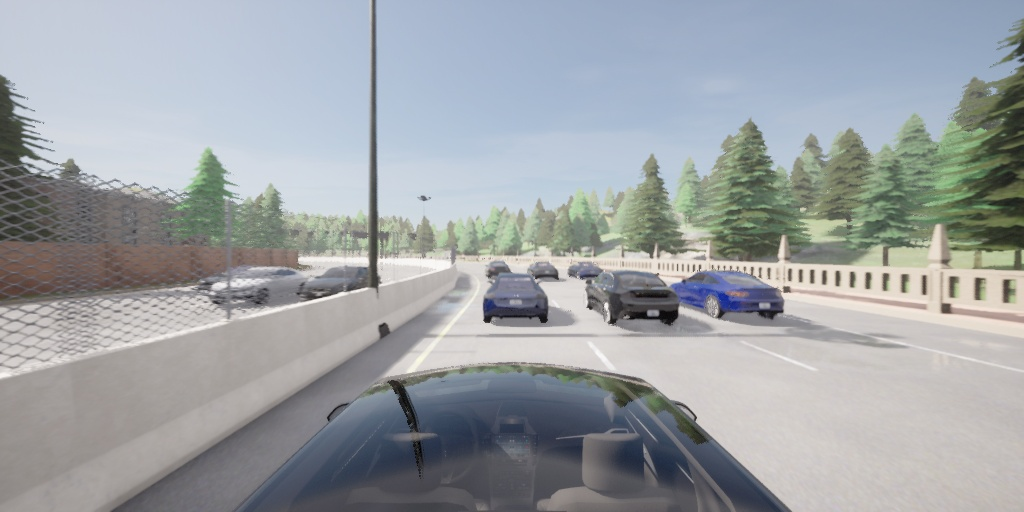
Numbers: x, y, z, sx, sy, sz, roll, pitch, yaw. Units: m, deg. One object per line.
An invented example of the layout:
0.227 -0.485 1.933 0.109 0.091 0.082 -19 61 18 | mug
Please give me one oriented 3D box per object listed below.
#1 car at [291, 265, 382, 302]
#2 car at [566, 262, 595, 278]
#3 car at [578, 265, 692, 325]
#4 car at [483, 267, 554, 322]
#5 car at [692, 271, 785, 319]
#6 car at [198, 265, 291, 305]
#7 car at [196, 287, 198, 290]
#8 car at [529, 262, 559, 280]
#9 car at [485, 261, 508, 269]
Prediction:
-7.183 1.177 15.678 1.837 1.490 4.892 0 0 -1 | car
5.873 1.166 29.302 1.994 1.385 4.181 0 0 -8 | car
3.602 1.202 11.585 1.837 1.490 4.892 0 0 0 | car
0.096 1.257 12.074 1.994 1.385 4.181 0 0 0 | car
7.077 1.220 12.375 1.812 1.442 4.674 0 0 -1 | car
-10.675 1.195 15.619 1.812 1.442 4.674 0 0 -1 | car
-14.273 1.194 19.672 2.033 1.411 5.357 0 0 -3 | car
2.390 1.166 29.008 1.994 1.385 4.181 0 0 -8 | car
-1.224 1.123 29.556 1.812 1.442 4.674 0 0 -9 | car
